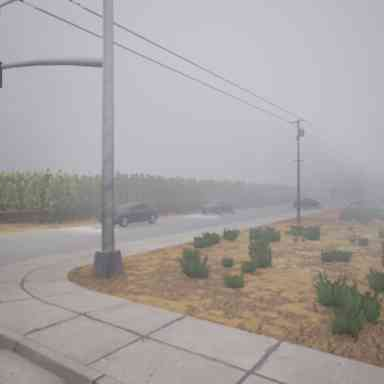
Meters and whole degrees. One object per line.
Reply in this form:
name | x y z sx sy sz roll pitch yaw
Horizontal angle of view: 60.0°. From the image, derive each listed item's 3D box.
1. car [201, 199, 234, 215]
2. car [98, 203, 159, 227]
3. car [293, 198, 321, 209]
car | 2.708 1.543 34.328 1.837 1.490 4.892 0 0 33
car | -4.319 1.541 23.322 1.837 1.490 4.892 0 0 33
car | 15.932 1.540 46.030 4.892 1.490 1.837 0 0 -38
